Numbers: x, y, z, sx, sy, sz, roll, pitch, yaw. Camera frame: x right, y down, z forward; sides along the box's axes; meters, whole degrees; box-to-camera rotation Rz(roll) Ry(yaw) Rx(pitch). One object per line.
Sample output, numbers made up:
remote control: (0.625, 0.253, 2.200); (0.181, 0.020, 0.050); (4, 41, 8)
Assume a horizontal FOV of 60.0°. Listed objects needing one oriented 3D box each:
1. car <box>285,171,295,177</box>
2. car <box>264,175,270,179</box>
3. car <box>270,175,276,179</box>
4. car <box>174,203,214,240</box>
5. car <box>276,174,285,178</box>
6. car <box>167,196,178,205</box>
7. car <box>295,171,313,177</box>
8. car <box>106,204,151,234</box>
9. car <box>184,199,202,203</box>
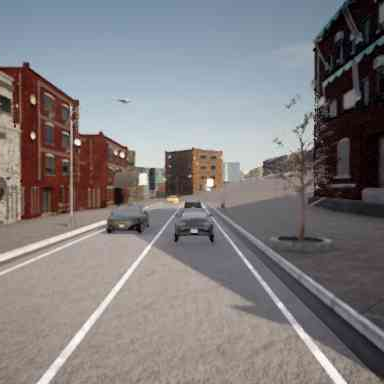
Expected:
car: (22.930, -3.803, 73.405); (2.185, 1.767, 4.553); (0, 1, -5)
car: (21.880, -3.979, 89.989); (2.231, 1.521, 4.892); (0, 1, -1)
car: (22.112, -3.842, 84.448); (2.002, 1.452, 4.674); (0, 1, -2)
car: (0.090, 1.519, 16.697); (1.812, 1.442, 4.674); (0, 0, 0)
car: (22.463, -3.780, 78.910); (2.097, 1.535, 5.008); (0, 1, -4)
car: (-3.522, 1.466, 60.664); (1.882, 1.535, 5.008); (0, 0, 1)
car: (23.549, -3.543, 67.714); (2.163, 1.488, 4.792); (0, 1, -6)
car: (-3.596, 1.469, 19.506); (1.882, 1.535, 5.008); (0, 0, 0)
car: (0.107, 1.463, 37.223); (1.882, 1.535, 5.008); (0, 0, 0)
